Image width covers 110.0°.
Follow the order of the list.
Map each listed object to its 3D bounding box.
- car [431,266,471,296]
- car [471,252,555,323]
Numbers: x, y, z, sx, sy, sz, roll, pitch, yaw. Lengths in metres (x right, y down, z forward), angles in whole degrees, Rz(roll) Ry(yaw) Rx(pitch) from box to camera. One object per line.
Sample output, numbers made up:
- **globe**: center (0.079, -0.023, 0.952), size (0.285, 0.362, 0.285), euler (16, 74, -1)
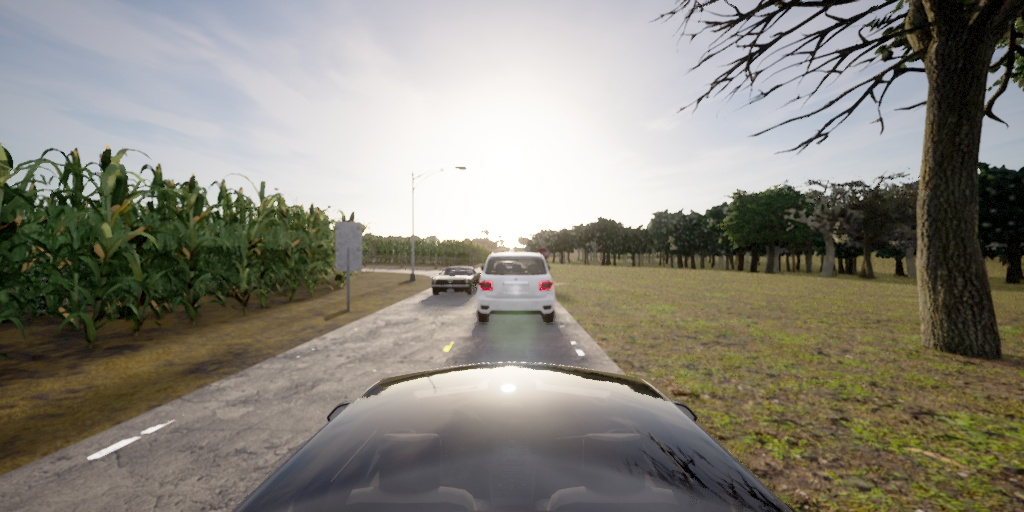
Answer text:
- **car**: center (-2.727, 1.194, 18.115), size (1.895, 1.301, 4.718), euler (0, 1, 0)
- **car**: center (0.118, 0.887, 11.815), size (2.150, 2.045, 5.566), euler (0, 1, 0)
